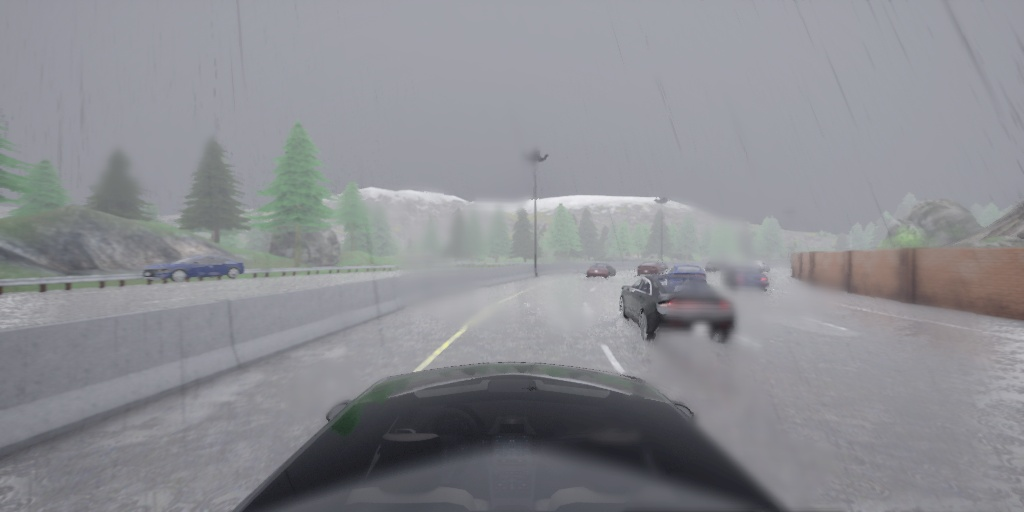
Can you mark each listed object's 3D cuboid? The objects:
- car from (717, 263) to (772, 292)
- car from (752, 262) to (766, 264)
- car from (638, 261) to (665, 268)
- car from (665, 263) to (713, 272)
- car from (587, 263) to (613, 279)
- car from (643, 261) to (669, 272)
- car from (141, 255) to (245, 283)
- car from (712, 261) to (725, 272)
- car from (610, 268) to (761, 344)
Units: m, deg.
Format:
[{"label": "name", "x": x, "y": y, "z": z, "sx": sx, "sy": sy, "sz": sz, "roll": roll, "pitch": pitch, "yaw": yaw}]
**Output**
[{"label": "car", "x": 14.436, "y": 1.382, "z": 22.294, "sx": 2.033, "sy": 1.411, "sz": 5.357, "roll": 0, "pitch": 0, "yaw": 24}, {"label": "car", "x": 31.632, "y": 1.462, "z": 45.953, "sx": 4.674, "sy": 1.442, "sz": 1.812, "roll": 1, "pitch": 0, "yaw": -41}, {"label": "car", "x": 14.043, "y": 1.302, "z": 36.026, "sx": 1.882, "sy": 1.535, "sz": 5.008, "roll": 0, "pitch": 0, "yaw": 33}, {"label": "car", "x": 10.939, "y": 1.289, "z": 22.509, "sx": 1.882, "sy": 1.535, "sz": 5.008, "roll": 0, "pitch": 0, "yaw": 20}, {"label": "car", "x": 8.504, "y": 1.351, "z": 33.909, "sx": 1.994, "sy": 1.385, "sz": 4.181, "roll": 0, "pitch": 0, "yaw": 28}, {"label": "car", "x": 19.811, "y": 1.419, "z": 49.214, "sx": 1.994, "sy": 1.385, "sz": 4.181, "roll": 0, "pitch": 0, "yaw": 44}, {"label": "car", "x": -18.751, "y": 0.704, "z": 21.416, "sx": 1.882, "sy": 1.535, "sz": 5.008, "roll": 0, "pitch": 0, "yaw": 13}, {"label": "car", "x": 26.895, "y": 1.394, "z": 46.488, "sx": 4.902, "sy": 1.511, "sz": 2.128, "roll": 1, "pitch": 0, "yaw": -44}, {"label": "car", "x": 4.196, "y": 1.265, "z": 9.743, "sx": 2.128, "sy": 1.511, "sz": 4.902, "roll": 0, "pitch": 0, "yaw": 7}]
